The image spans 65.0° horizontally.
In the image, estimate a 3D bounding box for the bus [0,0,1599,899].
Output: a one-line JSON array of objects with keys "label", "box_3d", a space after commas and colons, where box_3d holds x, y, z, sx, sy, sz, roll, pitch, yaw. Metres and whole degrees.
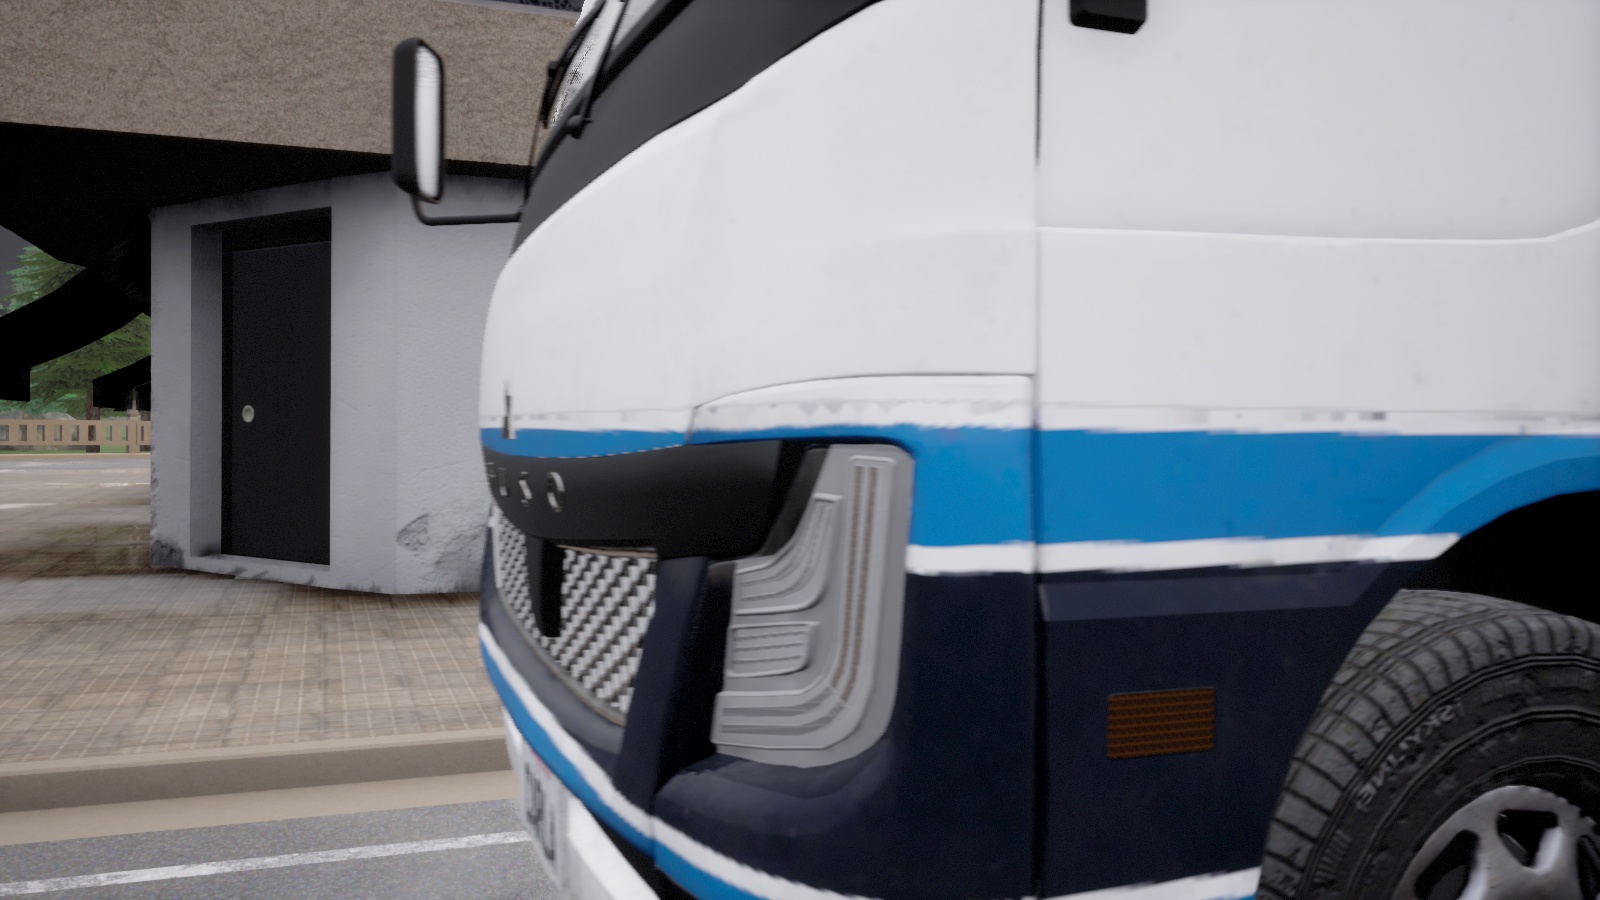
[{"label": "bus", "box_3d": [3.433, -0.689, 4.527, 10.273, 4.253, 3.944, -1, 1, -21]}]
